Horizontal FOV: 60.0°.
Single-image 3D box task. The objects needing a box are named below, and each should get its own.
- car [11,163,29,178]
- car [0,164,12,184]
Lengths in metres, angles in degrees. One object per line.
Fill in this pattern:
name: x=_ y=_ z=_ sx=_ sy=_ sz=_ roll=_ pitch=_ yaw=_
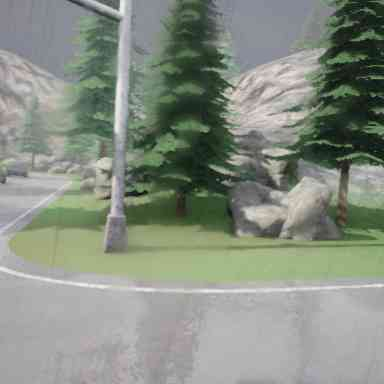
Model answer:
car: x=-19.570 y=-2.442 z=37.341 sx=1.837 sy=1.490 sz=4.892 roll=1 pitch=6 yaw=-32
car: x=-15.404 y=-1.264 z=25.100 sx=1.812 sy=1.442 sz=4.674 roll=2 pitch=4 yaw=-16
